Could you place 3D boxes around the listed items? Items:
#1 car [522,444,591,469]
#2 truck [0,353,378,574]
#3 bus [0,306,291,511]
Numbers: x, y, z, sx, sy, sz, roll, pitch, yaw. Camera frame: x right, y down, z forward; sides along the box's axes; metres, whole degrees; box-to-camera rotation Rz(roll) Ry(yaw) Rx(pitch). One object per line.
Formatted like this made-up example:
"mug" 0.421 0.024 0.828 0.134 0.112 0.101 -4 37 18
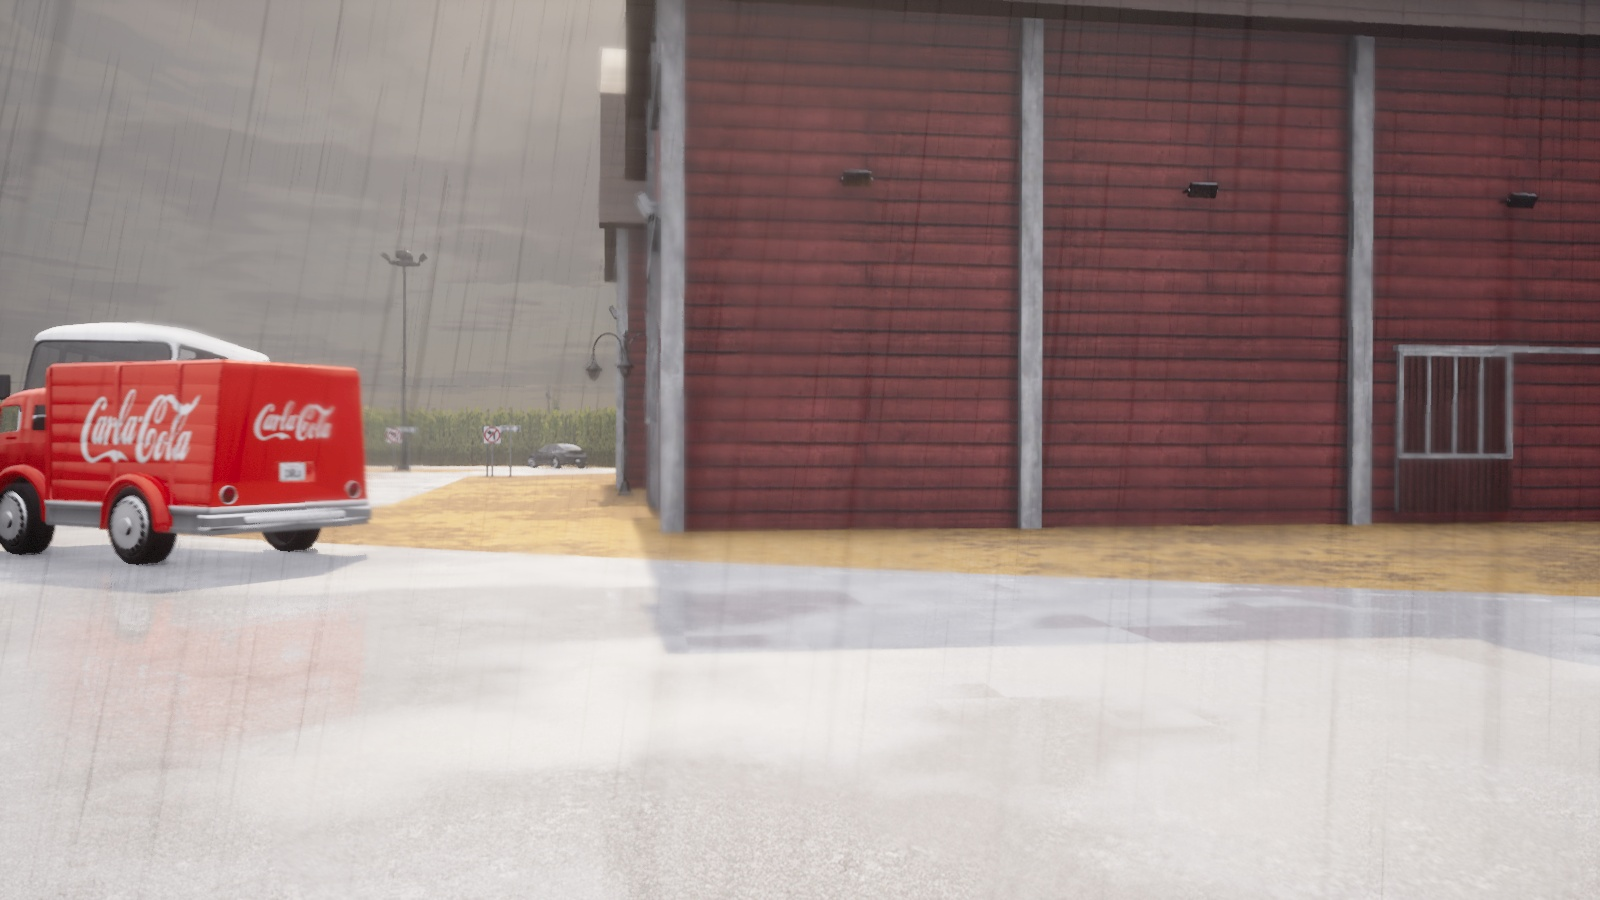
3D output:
"car" -14.733 0.380 75.816 1.837 1.490 4.892 1 0 -41
"truck" -8.414 0.121 16.425 5.204 2.467 2.627 1 0 28
"bus" -15.984 -0.828 31.320 3.944 4.253 10.273 0 0 -10
